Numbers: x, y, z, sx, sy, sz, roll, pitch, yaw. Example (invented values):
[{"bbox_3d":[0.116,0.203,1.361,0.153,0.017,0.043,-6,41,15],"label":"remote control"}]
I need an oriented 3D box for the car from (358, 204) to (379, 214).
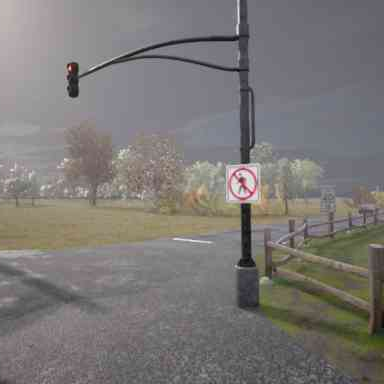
[{"bbox_3d":[25.644,2.435,48.128,2.033,1.411,5.357,-1,-2,40],"label":"car"}]
